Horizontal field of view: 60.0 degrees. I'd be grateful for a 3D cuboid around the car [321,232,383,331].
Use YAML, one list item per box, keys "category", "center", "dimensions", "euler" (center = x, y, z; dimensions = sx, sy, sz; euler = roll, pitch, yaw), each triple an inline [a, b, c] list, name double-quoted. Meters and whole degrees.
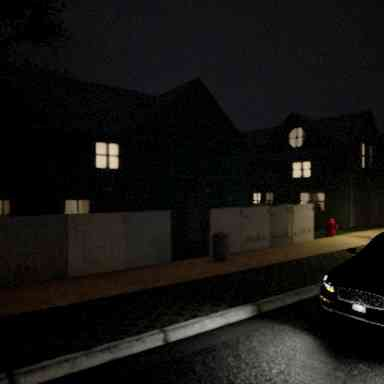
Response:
- category: "car"
  center: [4.442, 1.508, 6.491]
  dimensions: [4.892, 1.490, 1.837]
  euler: [0, 0, -38]
